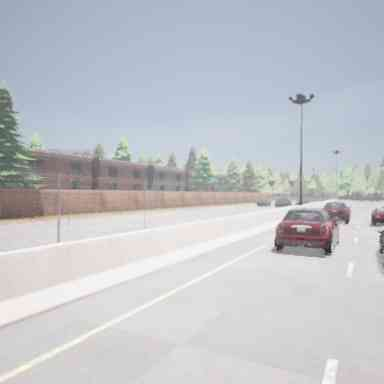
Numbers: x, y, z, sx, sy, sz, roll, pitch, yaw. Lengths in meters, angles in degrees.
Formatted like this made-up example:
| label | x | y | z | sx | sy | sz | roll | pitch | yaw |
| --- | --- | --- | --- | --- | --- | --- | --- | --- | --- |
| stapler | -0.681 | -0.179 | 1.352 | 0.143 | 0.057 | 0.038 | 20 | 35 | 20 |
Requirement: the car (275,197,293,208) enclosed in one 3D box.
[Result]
| label | x | y | z | sx | sy | sz | roll | pitch | yaw |
| --- | --- | --- | --- | --- | --- | --- | --- | --- | --- |
| car | 16.283 | 1.759 | 58.679 | 2.097 | 1.767 | 4.553 | 0 | 0 | 28 |

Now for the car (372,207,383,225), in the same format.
| label | x | y | z | sx | sy | sz | roll | pitch | yaw |
| --- | --- | --- | --- | --- | --- | --- | --- | --- | --- |
| car | 14.873 | 1.824 | 25.503 | 1.895 | 1.301 | 4.718 | 0 | 0 | 28 |

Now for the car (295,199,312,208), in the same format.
| label | x | y | z | sx | sy | sz | roll | pitch | yaw |
| --- | --- | --- | --- | --- | --- | --- | --- | --- | --- |
| car | 18.804 | 1.934 | 55.971 | 1.812 | 1.442 | 4.674 | 0 | 0 | 28 |

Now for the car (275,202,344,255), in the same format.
| label | x | y | z | sx | sy | sz | roll | pitch | yaw |
| --- | --- | --- | --- | --- | --- | --- | --- | --- | --- |
| car | 5.086 | 1.457 | 14.284 | 2.097 | 1.767 | 4.553 | 0 | 0 | 28 |

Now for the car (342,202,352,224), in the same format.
| label | x | y | z | sx | sy | sz | roll | pitch | yaw |
| --- | --- | --- | --- | --- | --- | --- | --- | --- | --- |
| car | 12.019 | 1.568 | 27.585 | 2.097 | 1.767 | 4.553 | 0 | 0 | 28 |

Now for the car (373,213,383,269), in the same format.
| label | x | y | z | sx | sy | sz | roll | pitch | yaw |
| --- | --- | --- | --- | --- | --- | --- | --- | --- | --- |
| car | 7.200 | 1.647 | 10.817 | 2.033 | 1.411 | 5.357 | 0 | 0 | 28 |
